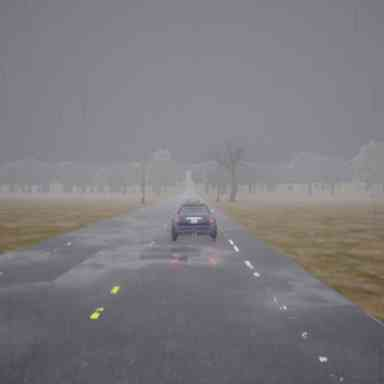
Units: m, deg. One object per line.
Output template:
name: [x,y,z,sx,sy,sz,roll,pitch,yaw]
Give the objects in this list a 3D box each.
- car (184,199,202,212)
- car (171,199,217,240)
car: [0.099,1.500,38.448,1.994,1.385,4.181,0,0,0]
car: [0.100,1.324,17.002,2.097,1.767,4.553,0,0,0]
